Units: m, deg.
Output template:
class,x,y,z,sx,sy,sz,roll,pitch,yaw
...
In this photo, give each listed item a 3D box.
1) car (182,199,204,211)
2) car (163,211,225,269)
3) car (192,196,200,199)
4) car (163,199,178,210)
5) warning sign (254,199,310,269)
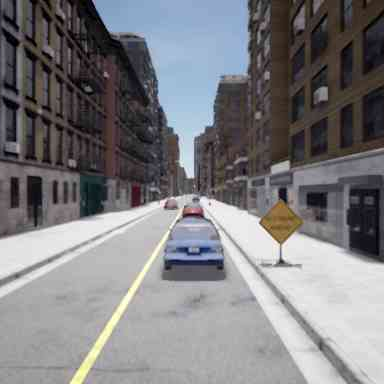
class,x,y,z,sx,sy,sz,roll,pitch,yaw
car,0.089,1.672,31.640,1.994,1.385,4.181,0,0,0
car,0.067,1.589,11.323,2.033,1.411,5.357,0,0,0
car,0.963,1.734,79.478,1.837,1.490,4.892,0,0,0
car,-2.841,1.677,45.621,1.812,1.442,4.674,0,0,0
warning sign,2.523,1.150,9.474,1.300,1.860,1.060,0,0,0
